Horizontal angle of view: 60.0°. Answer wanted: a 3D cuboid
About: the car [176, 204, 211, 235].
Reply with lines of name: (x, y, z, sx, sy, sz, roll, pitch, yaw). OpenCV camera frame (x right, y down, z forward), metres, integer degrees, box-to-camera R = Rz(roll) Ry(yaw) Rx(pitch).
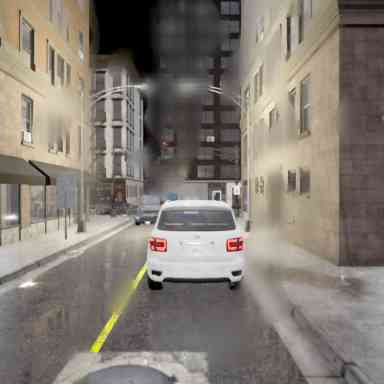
car: (0.060, 1.524, 19.538, 1.812, 1.442, 4.674, 0, 0, 0)

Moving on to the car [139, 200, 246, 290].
car: (0.090, 1.221, 9.215, 2.150, 2.045, 5.566, 0, 0, 0)

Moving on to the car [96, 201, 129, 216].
car: (-6.945, 1.558, 31.594, 4.181, 1.385, 1.994, 0, 0, 0)

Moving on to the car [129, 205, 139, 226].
car: (-2.786, 1.546, 23.558, 2.033, 1.411, 5.357, 0, 0, 0)
